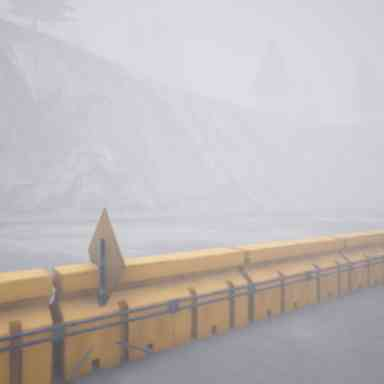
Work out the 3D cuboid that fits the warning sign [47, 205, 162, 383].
[{"bbox_3d":[-1.186,1.131,4.366,1.060,1.860,1.300,1,0,-35],"label":"warning sign"}]
